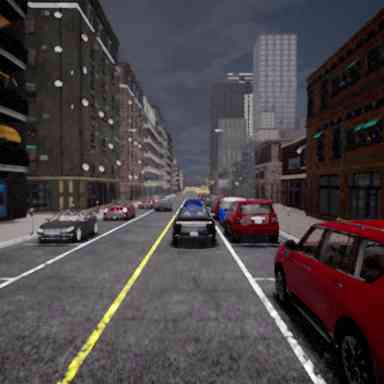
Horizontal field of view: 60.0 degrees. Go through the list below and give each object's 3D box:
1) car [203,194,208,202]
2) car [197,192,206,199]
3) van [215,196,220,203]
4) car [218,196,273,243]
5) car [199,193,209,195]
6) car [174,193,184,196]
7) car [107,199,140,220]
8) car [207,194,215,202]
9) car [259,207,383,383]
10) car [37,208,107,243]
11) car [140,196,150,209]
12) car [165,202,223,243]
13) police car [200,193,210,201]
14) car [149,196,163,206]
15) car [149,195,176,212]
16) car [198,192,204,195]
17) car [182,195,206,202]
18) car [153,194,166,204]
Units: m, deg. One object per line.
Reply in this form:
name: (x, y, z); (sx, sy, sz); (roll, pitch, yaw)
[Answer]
car: (2.654, 1.404, 47.683); (2.008, 1.369, 4.403); (-1, 0, 0)
car: (2.595, 0.996, 92.312); (2.192, 1.841, 5.009); (-1, 0, 0)
van: (2.662, 1.273, 21.145); (1.690, 1.788, 3.998); (-1, 0, 0)
car: (2.664, 1.265, 15.738); (2.192, 1.841, 5.009); (-1, 0, 0)
car: (2.615, 1.371, 58.835); (1.947, 1.339, 4.313); (-1, 0, 0)
car: (-3.038, 0.863, 78.510); (2.097, 1.767, 4.553); (0, 0, 0)
car: (-5.719, 1.354, 26.555); (1.967, 1.590, 4.097); (-1, 0, 0)
car: (2.659, 1.229, 26.552); (2.192, 1.841, 5.009); (-1, 0, 0)
car: (2.669, 1.299, 4.923); (2.192, 1.841, 5.009); (-1, 0, 0)
car: (-5.712, 1.500, 15.742); (2.008, 1.369, 4.403); (-1, 0, 0)
car: (-5.726, 1.300, 42.777); (1.967, 1.590, 4.097); (-1, 0, 0)
car: (0.085, 1.441, 15.665); (2.128, 1.511, 4.902); (0, 0, 0)
police car: (2.964, 1.170, 75.588); (1.930, 1.638, 5.238); (0, 0, 0)
car: (-5.730, 1.350, 53.031); (1.752, 1.417, 4.829); (-1, 0, 0)
car: (-3.120, 1.426, 37.015); (2.033, 1.411, 5.357); (0, 0, 0)
car: (2.608, 1.100, 64.413); (2.192, 1.841, 5.009); (-1, 0, 0)
car: (0.080, 1.372, 32.505); (1.882, 1.535, 5.008); (0, 0, 0)
car: (-5.733, 1.245, 58.780); (1.967, 1.590, 4.097); (-1, 0, 0)
